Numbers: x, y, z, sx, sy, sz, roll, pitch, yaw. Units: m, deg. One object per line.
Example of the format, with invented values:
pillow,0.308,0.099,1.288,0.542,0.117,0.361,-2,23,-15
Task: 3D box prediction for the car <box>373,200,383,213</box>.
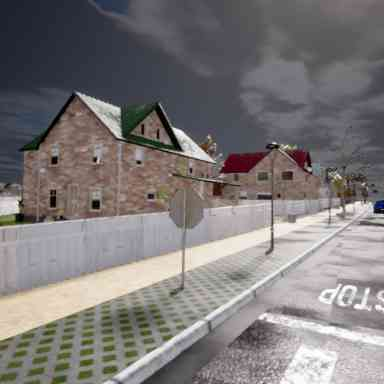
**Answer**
car,22.876,1.720,39.898,1.882,1.535,5.008,0,0,30
